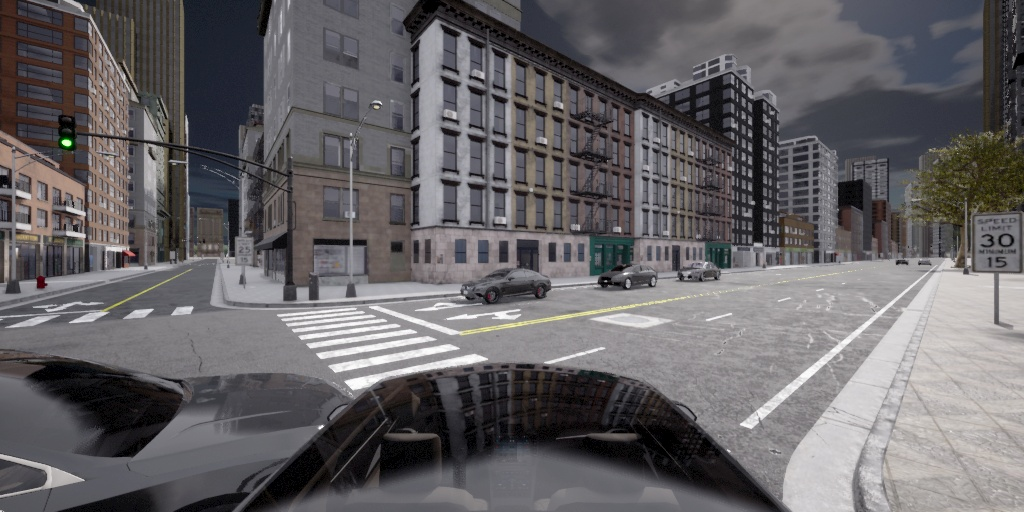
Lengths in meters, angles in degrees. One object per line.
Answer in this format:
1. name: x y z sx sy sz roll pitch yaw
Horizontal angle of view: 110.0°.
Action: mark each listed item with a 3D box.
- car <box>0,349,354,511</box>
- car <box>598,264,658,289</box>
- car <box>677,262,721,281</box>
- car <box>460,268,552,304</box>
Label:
1. car: -3.235 1.257 1.671 4.892 1.490 1.837 0 0 -35
2. car: 7.478 1.256 22.950 4.892 1.490 1.837 0 0 -39
3. car: 15.438 1.233 29.481 4.902 1.511 2.128 0 0 -39
4. car: -0.166 1.285 16.667 4.674 1.442 1.812 0 0 -39
